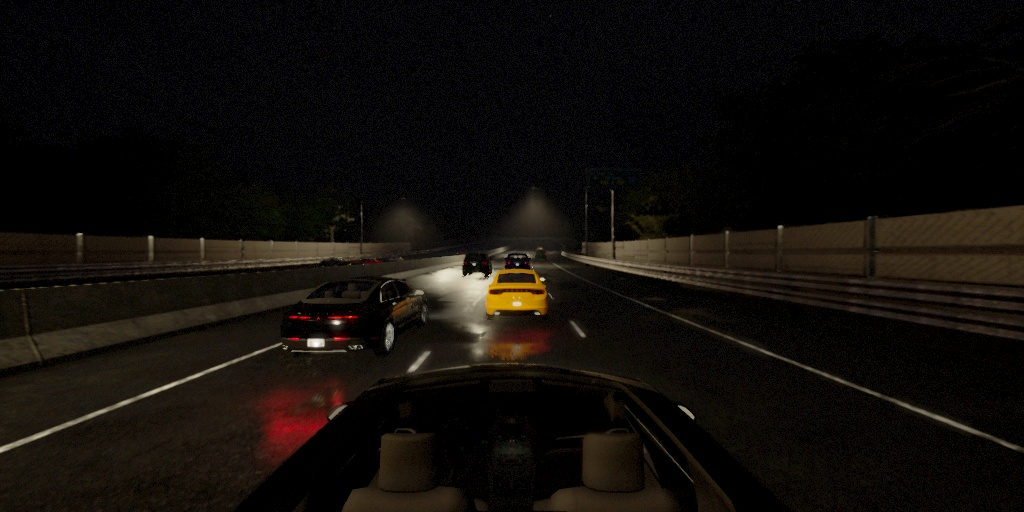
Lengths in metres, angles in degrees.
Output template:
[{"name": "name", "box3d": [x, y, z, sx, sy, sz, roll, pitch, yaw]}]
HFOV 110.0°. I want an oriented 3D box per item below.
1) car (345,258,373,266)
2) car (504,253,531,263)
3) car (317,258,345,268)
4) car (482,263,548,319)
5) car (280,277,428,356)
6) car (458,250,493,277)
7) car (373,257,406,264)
[{"name": "car", "box3d": [-16.903, 0.918, 41.365, 1.895, 1.301, 4.718, 0, 1, 2]}, {"name": "car", "box3d": [0.507, 0.727, 31.710, 2.150, 2.045, 5.566, 0, 1, 1]}, {"name": "car", "box3d": [-20.407, 0.890, 40.926, 1.994, 1.385, 4.181, 0, 1, 2]}, {"name": "car", "box3d": [0.167, 1.195, 12.669, 1.882, 1.535, 5.008, 0, 0, 1]}, {"name": "car", "box3d": [-3.366, 1.241, 8.601, 1.837, 1.490, 4.892, 0, 0, 0]}, {"name": "car", "box3d": [-2.996, 0.727, 31.645, 2.150, 2.045, 5.566, 0, 1, 1]}, {"name": "car", "box3d": [-13.424, 0.823, 40.658, 2.128, 1.511, 4.902, 0, 1, 2]}]
